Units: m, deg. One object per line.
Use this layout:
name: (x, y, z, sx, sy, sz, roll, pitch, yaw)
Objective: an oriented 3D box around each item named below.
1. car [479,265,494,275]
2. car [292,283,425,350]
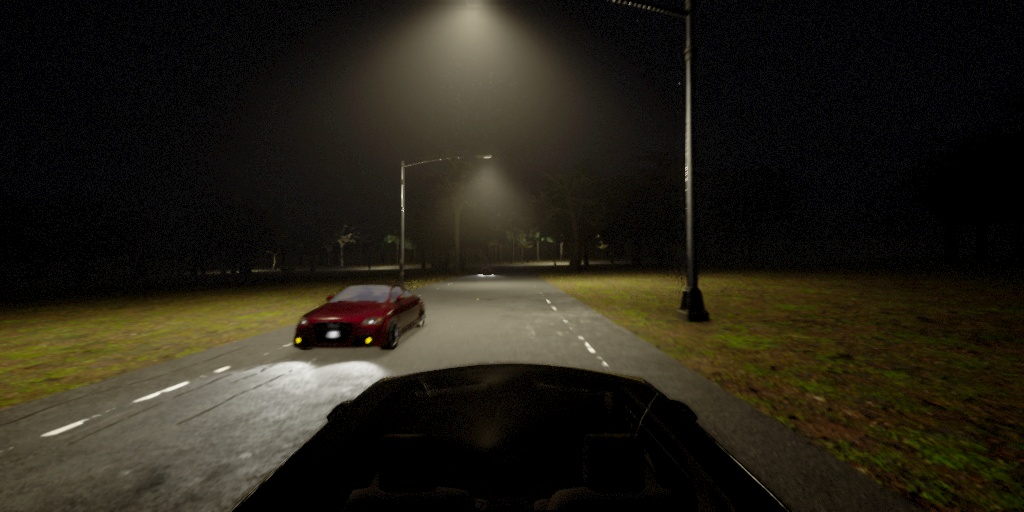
car: (-3.573, 1.962, 50.848, 1.994, 1.385, 4.181, 0, -1, 0)
car: (-3.599, 1.409, 9.208, 1.994, 1.385, 4.181, 0, -1, 0)
